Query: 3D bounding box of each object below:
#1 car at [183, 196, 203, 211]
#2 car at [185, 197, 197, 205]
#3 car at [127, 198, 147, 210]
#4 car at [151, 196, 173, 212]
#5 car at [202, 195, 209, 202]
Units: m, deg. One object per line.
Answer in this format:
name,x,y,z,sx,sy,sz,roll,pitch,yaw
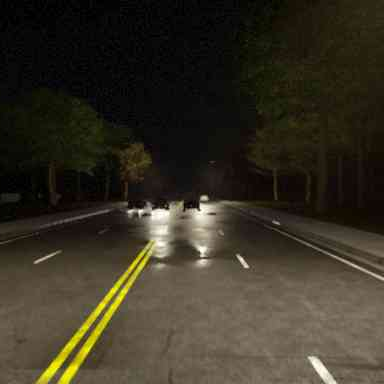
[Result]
car,-0.058,1.363,38.438,1.882,1.535,5.008,0,0,0
car,-0.229,1.467,56.683,1.895,1.301,4.718,0,0,-1
car,-6.778,1.427,41.543,2.033,1.411,5.357,0,0,0
car,-3.495,1.391,37.714,1.837,1.490,4.892,0,0,0
car,2.718,1.391,72.822,1.812,1.442,4.674,0,0,-1
